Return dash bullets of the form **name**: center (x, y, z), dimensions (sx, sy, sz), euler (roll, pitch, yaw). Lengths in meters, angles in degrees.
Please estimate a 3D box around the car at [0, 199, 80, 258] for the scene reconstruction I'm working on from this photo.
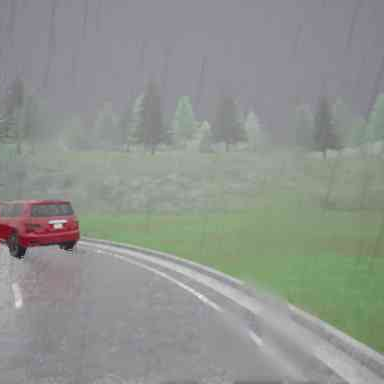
- **car**: center (-6.718, 1.329, 13.554), dimensions (5.566, 2.045, 2.150), euler (-1, 0, 42)
